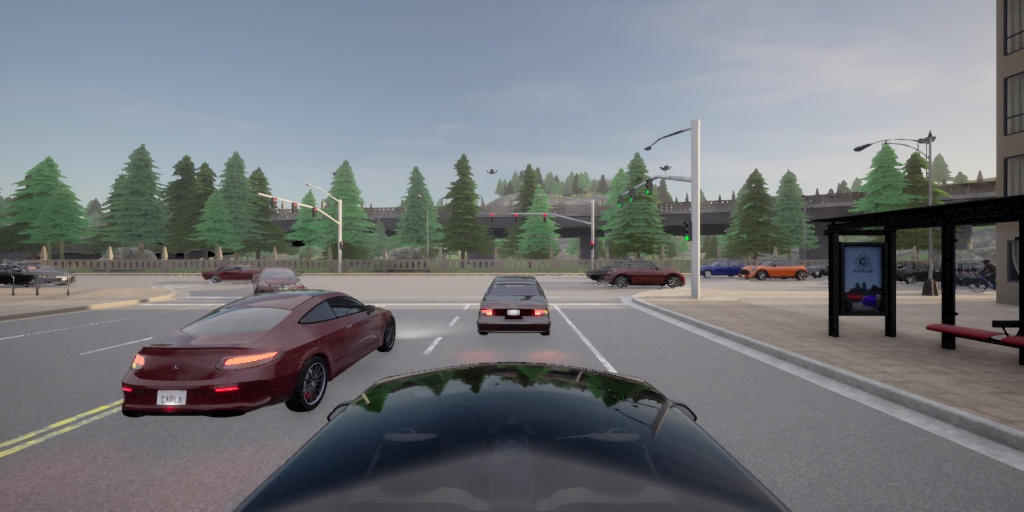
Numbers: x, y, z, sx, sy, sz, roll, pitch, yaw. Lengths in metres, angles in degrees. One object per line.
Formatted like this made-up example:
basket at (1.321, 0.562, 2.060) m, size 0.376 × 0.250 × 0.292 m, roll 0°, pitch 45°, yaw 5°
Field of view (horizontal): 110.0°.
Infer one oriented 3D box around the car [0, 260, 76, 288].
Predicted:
car at (-30.368, 1.186, 22.418) m, size 4.902 × 1.511 × 2.128 m, roll 0°, pitch 0°, yaw 0°

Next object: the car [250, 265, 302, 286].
car at (-11.771, 1.270, 18.000) m, size 1.812 × 1.442 × 4.674 m, roll 1°, pitch -1°, yaw -38°

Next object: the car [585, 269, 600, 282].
car at (7.690, 1.295, 25.494) m, size 4.718 × 1.301 × 1.895 m, roll 0°, pitch 0°, yaw 1°

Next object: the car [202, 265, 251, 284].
car at (-19.267, 1.295, 25.810) m, size 4.718 × 1.301 × 1.895 m, roll 0°, pitch 0°, yaw 1°

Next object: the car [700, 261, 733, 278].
car at (18.908, 1.172, 32.505) m, size 5.008 × 1.535 × 1.882 m, roll 0°, pitch 0°, yaw 1°

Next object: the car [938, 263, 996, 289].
car at (29.570, 1.186, 21.505) m, size 4.902 × 1.511 × 2.128 m, roll 0°, pitch 0°, yaw 4°

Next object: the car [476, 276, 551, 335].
car at (0.088, 1.297, 10.443) m, size 2.033 × 1.411 × 5.357 m, roll 0°, pitch 0°, yaw 1°

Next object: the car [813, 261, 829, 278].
car at (28.289, 1.186, 32.123) m, size 4.902 × 1.511 × 2.128 m, roll 0°, pitch 0°, yaw 4°

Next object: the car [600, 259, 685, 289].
car at (8.077, 1.045, 21.989) m, size 4.553 × 1.767 × 2.097 m, roll 0°, pitch 0°, yaw 1°

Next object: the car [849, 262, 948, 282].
car at (30.557, 1.242, 28.511) m, size 5.357 × 1.411 × 2.033 m, roll 0°, pitch 0°, yaw 6°

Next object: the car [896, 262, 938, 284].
car at (28.494, 1.199, 25.079) m, size 4.892 × 1.490 × 1.837 m, roll 0°, pitch 0°, yaw 4°

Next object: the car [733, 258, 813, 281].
car at (20.954, 1.046, 28.951) m, size 4.553 × 1.767 × 2.097 m, roll 0°, pitch 0°, yaw 2°

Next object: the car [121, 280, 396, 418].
car at (-3.447, 1.276, 5.949) m, size 1.812 × 1.442 × 4.674 m, roll 0°, pitch 0°, yaw 0°

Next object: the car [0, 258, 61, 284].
car at (-36.251, 1.047, 25.920) m, size 4.553 × 1.767 × 2.097 m, roll 0°, pitch 0°, yaw 0°

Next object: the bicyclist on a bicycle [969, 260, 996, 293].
bicyclist on a bicycle at (22.756, 0.995, 17.037) m, size 0.582 × 1.620 × 1.656 m, roll 0°, pitch 0°, yaw 1°
